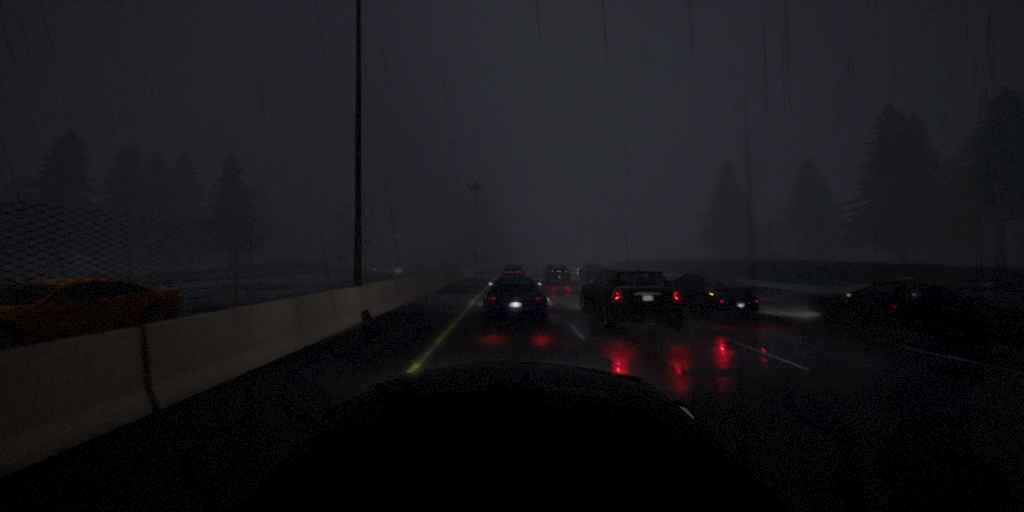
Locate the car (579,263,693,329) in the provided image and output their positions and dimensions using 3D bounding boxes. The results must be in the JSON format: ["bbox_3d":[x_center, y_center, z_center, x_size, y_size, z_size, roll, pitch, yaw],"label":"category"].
[{"bbox_3d":[3.608,1.155,11.641,2.097,1.767,4.553,0,0,0],"label":"car"}]

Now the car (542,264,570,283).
[{"bbox_3d":[3.620,1.407,29.689,2.128,1.511,4.902,0,0,0],"label":"car"}]

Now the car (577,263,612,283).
[{"bbox_3d":[7.123,1.404,31.364,1.882,1.535,5.008,0,0,0],"label":"car"}]

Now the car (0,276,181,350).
[{"bbox_3d":[-10.582,1.259,8.304,1.882,1.535,5.008,0,0,0],"label":"car"}]

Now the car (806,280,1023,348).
[{"bbox_3d":[10.607,1.338,9.290,2.033,1.411,5.357,0,0,0],"label":"car"}]

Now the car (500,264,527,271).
[{"bbox_3d":[0.121,1.420,29.750,1.837,1.490,4.892,0,0,0],"label":"car"}]

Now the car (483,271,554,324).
[{"bbox_3d":[0.108,1.370,12.222,1.994,1.385,4.181,0,0,0],"label":"car"}]

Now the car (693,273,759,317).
[{"bbox_3d":[7.095,1.340,13.428,1.812,1.442,4.674,0,0,0],"label":"car"}]

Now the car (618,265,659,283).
[{"bbox_3d":[10.622,1.484,30.368,1.994,1.385,4.181,0,0,0],"label":"car"}]
